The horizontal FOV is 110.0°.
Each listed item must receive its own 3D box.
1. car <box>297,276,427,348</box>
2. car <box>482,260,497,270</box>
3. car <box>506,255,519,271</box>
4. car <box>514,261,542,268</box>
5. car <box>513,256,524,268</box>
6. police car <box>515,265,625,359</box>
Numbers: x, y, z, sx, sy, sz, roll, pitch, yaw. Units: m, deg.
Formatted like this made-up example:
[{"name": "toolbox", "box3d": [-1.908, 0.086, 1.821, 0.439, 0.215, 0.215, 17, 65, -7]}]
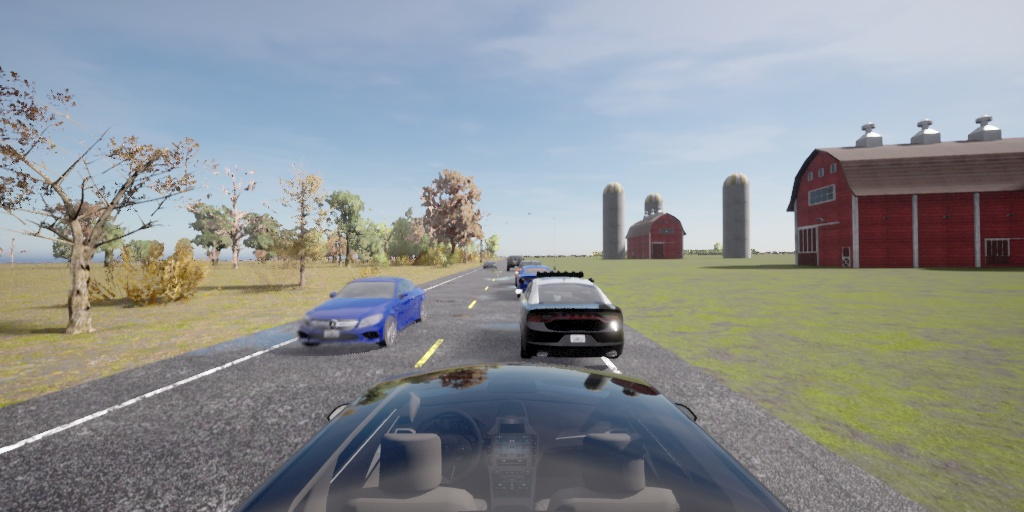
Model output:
[{"name": "car", "box3d": [-3.523, 1.274, 9.380, 1.812, 1.442, 4.674, 0, 0, 1]}, {"name": "car", "box3d": [-3.148, 1.286, 52.085, 1.994, 1.385, 4.181, 0, 0, 1]}, {"name": "car", "box3d": [0.431, 0.949, 47.359, 2.150, 2.045, 5.566, 0, 0, 1]}, {"name": "car", "box3d": [1.204, 1.223, 18.447, 1.882, 1.535, 5.008, 0, 0, 0]}, {"name": "car", "box3d": [1.254, 1.093, 24.417, 2.097, 1.767, 4.553, 0, 0, 0]}, {"name": "police car", "box3d": [1.119, 1.174, 8.557, 1.930, 1.638, 5.238, 0, 0, 0]}]
